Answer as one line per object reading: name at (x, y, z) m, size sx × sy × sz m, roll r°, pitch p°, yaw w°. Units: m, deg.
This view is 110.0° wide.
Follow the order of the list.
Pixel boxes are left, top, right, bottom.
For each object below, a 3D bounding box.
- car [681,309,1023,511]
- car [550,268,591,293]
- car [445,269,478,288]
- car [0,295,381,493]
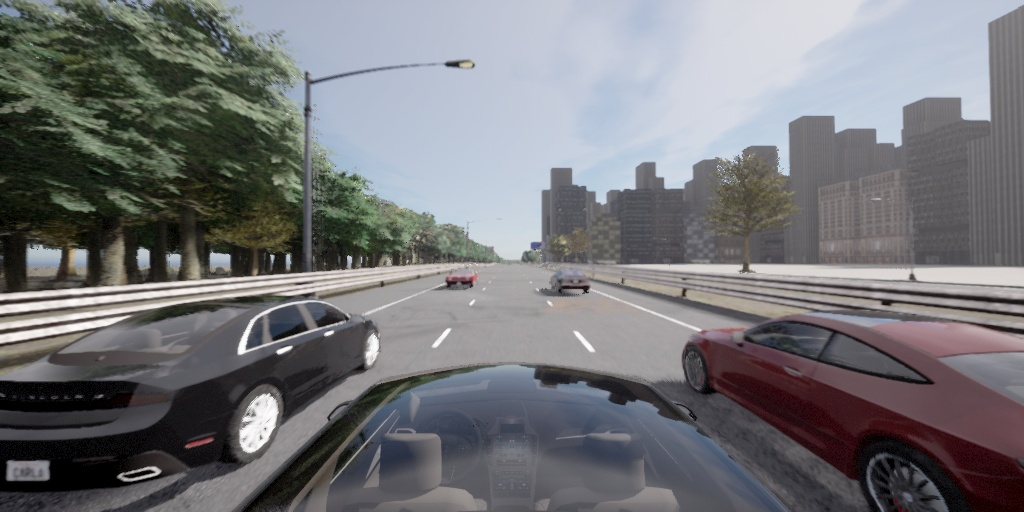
car at (3.590, 1.292, 3.754) m, size 1.812 × 1.442 × 4.674 m, roll 0°, pitch 0°, yaw 0°
car at (3.504, 1.472, 22.288) m, size 2.033 × 1.411 × 5.357 m, roll 0°, pitch 0°, yaw 0°
car at (-3.521, 1.560, 25.988) m, size 1.895 × 1.301 × 4.718 m, roll 0°, pitch 0°, yaw 0°
car at (-3.410, 1.285, 4.951) m, size 1.837 × 1.490 × 4.892 m, roll 0°, pitch 0°, yaw 0°
